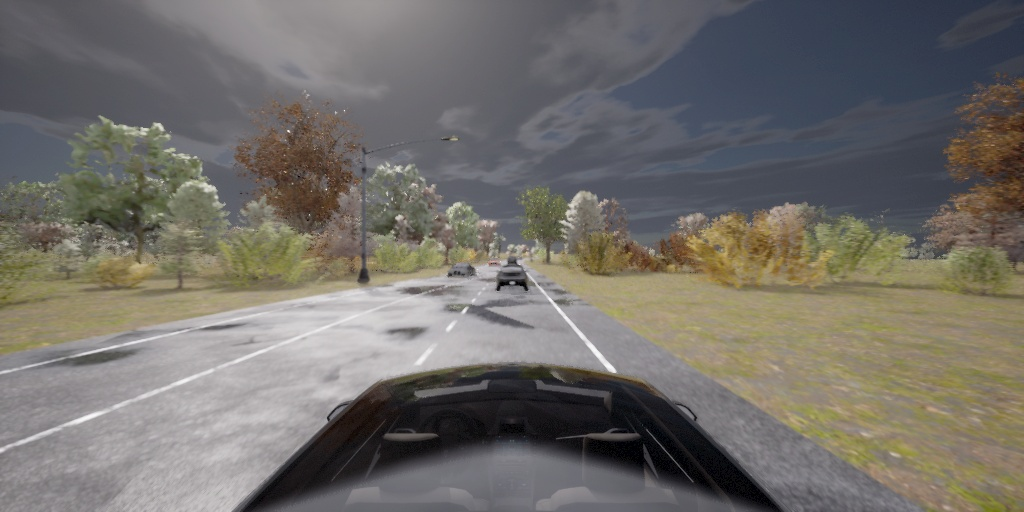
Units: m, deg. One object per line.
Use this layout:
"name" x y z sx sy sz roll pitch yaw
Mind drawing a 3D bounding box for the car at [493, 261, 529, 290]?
"car" 0.013 1.277 22.575 1.837 1.490 4.892 0 0 0

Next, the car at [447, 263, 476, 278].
"car" -4.733 1.333 34.381 1.994 1.385 4.181 0 0 7
